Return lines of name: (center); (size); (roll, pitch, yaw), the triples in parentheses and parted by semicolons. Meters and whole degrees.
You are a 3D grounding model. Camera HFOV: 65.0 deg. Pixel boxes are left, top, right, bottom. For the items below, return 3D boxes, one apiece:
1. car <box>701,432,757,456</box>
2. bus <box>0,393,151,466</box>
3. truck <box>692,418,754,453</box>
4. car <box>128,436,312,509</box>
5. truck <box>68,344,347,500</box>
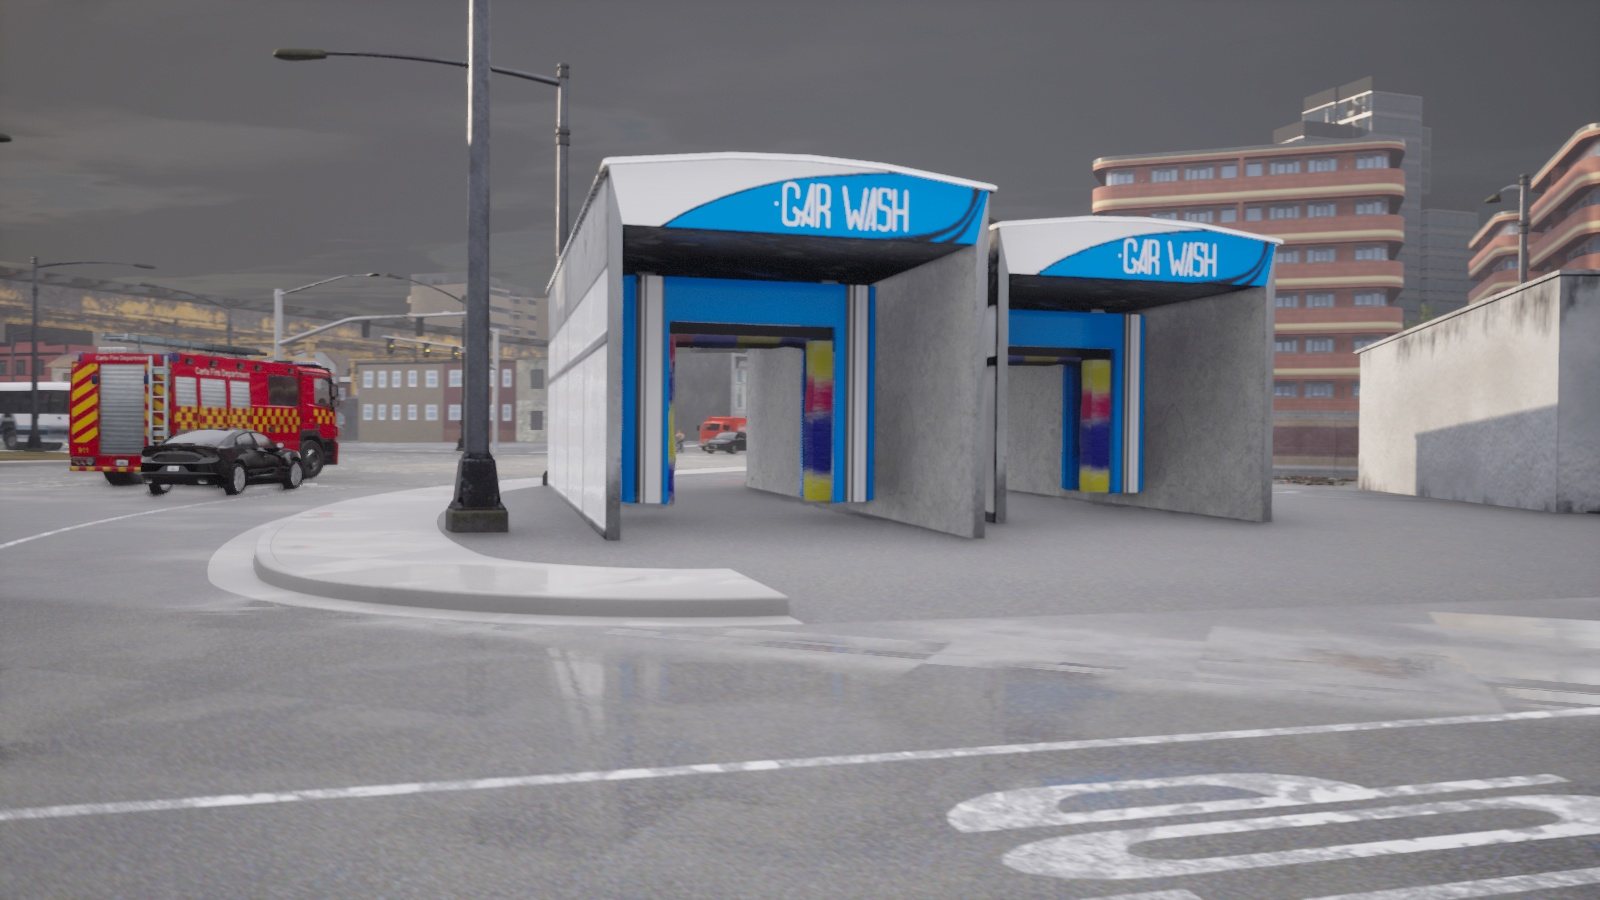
car: (-4.729, -0.414, 84.437); (1.837, 1.490, 4.892); (0, 1, 21)
bus: (-45.249, -1.234, 76.982); (10.273, 4.253, 3.944); (0, 1, 23)
truck: (-5.584, -1.083, 91.944); (2.627, 2.467, 5.204); (0, 2, 21)
car: (-13.321, 0.454, 29.252); (1.882, 1.535, 5.008); (-1, 1, 1)
truck: (-16.163, -0.740, 35.196); (2.891, 3.827, 8.468); (0, 1, 7)
